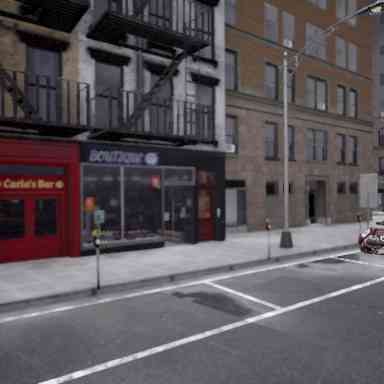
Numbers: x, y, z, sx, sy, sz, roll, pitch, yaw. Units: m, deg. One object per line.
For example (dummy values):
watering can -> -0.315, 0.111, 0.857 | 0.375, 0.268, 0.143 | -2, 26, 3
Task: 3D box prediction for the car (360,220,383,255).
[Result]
car -> 7.947, 1.455, 12.207 | 4.097, 1.590, 1.967 | 0, -1, -35
